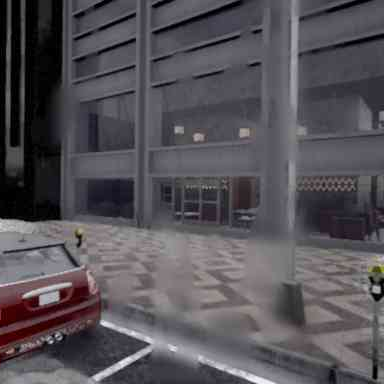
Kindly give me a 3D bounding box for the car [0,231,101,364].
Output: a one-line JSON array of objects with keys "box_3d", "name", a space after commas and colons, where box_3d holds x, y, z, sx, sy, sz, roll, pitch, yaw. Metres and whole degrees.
[{"box_3d": [-3.410, 1.363, 5.414, 4.097, 1.590, 1.967, 1, 1, 36], "name": "car"}]
